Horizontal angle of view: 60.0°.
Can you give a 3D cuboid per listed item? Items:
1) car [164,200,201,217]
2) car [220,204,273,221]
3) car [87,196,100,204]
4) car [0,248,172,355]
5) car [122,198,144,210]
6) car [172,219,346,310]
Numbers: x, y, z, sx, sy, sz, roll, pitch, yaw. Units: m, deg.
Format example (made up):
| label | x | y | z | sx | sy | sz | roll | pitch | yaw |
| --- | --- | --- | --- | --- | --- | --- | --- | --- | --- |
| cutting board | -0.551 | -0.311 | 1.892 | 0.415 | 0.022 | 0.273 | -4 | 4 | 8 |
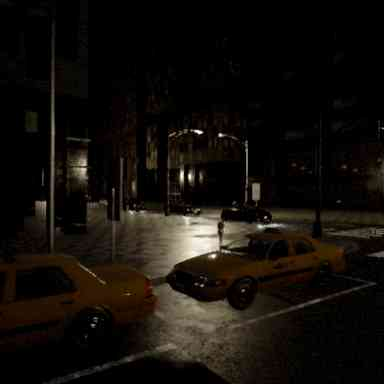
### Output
| label | x | y | z | sx | sy | sz | roll | pitch | yaw |
| --- | --- | --- | --- | --- | --- | --- | --- | --- | --- |
| car | -1.010 | 1.530 | 32.007 | 1.812 | 1.442 | 4.674 | 1 | 0 | -35 |
| car | 4.032 | 1.596 | 25.031 | 1.994 | 1.385 | 4.181 | 1 | 0 | -35 |
| car | -18.709 | 1.433 | 61.990 | 1.837 | 1.490 | 4.892 | 1 | 0 | -36 |
| car | -2.843 | 1.526 | 4.619 | 4.829 | 1.417 | 1.752 | 0 | 0 | -35 |
| car | -7.799 | 1.474 | 41.432 | 1.837 | 1.490 | 4.892 | 1 | 0 | -36 |
| car | 1.718 | 1.555 | 7.870 | 4.829 | 1.417 | 1.752 | 0 | 0 | -35 |
